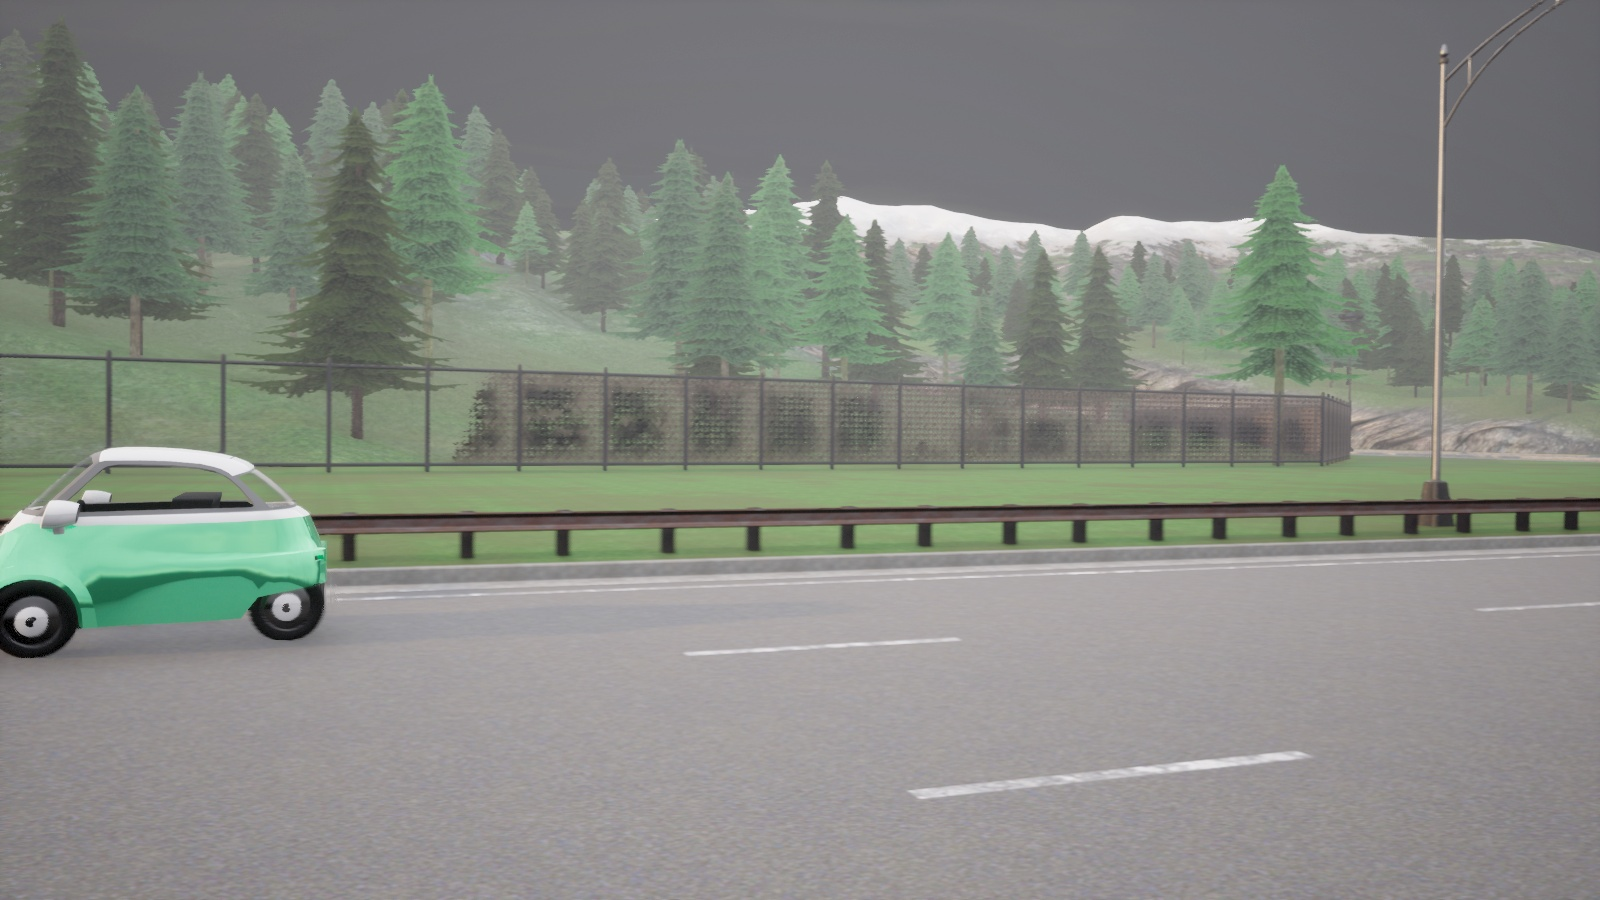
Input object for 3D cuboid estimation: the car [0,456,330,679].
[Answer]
[{"bbox_3d":[-4.556,0.756,8.994,2.207,1.376,1.481,-1,1,-21],"label":"car"}]
